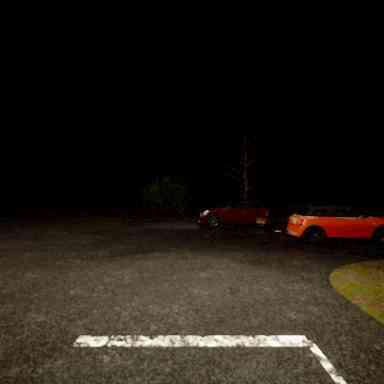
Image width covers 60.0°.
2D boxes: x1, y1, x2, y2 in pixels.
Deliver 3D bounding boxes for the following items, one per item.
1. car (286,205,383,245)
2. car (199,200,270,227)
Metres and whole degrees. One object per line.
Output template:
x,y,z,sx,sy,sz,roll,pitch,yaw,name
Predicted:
6.768,1.378,15.160,4.553,1.767,2.097,0,0,-2,car
2.755,1.338,22.068,4.553,1.767,2.097,0,0,-1,car
